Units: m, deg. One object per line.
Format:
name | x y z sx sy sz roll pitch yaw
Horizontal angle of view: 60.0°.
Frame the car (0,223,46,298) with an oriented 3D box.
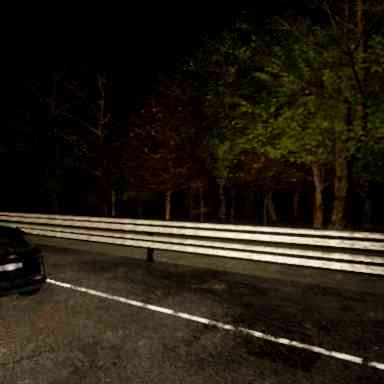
car | -5.278 1.507 7.602 4.856 1.649 2.033 -1 0 35
